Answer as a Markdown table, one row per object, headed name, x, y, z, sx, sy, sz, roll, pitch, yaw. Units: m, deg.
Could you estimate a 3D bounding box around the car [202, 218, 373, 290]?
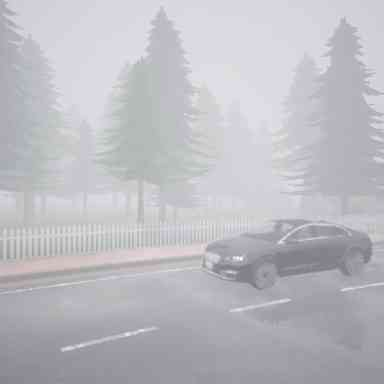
| name | x | y | z | sx | sy | sz | roll | pitch | yaw |
| --- | --- | --- | --- | --- | --- | --- | --- | --- | --- |
| car | 2.648 | 1.491 | 8.999 | 4.902 | 1.511 | 2.128 | 0 | 0 | -24 |
